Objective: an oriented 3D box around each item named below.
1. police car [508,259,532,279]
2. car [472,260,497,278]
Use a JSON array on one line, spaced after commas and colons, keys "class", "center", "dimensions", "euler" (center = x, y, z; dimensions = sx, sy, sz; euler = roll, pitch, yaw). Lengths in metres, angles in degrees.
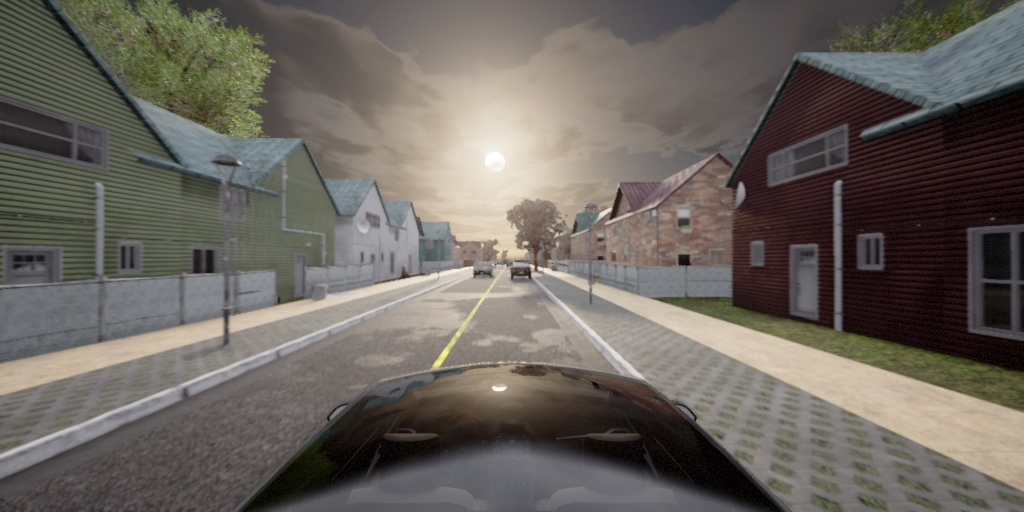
[{"class": "police car", "center": [0.818, 1.256, 33.495], "dimensions": [1.930, 1.638, 5.238], "euler": [0, 0, 0]}, {"class": "car", "center": [-2.846, 1.348, 36.213], "dimensions": [1.837, 1.490, 4.892], "euler": [0, 0, 0]}]
